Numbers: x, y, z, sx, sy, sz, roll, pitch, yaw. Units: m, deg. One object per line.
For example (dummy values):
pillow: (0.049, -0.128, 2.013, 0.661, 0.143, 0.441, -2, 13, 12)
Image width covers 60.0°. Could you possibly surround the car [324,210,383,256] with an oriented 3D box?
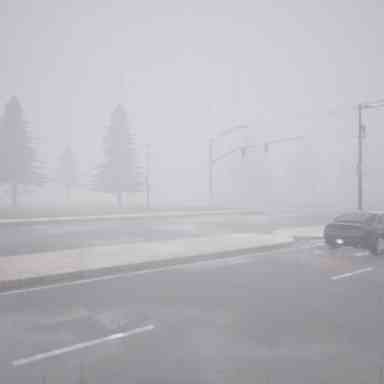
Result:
car: (7.226, 1.505, 13.229, 4.892, 1.490, 1.837, 0, 0, -35)
